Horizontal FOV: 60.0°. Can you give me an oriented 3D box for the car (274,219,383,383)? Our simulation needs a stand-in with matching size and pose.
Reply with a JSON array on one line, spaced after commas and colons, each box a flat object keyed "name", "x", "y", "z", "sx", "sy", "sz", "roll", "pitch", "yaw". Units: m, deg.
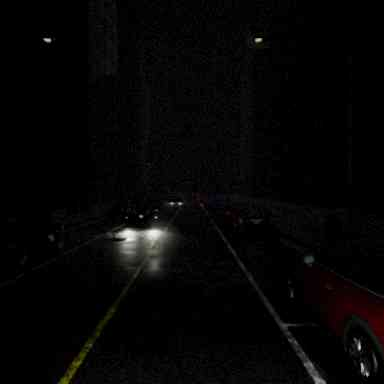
[{"name": "car", "x": 2.852, "y": 1.415, "z": 5.300, "sx": 1.967, "sy": 1.590, "sz": 4.097, "roll": 0, "pitch": 0, "yaw": 0}]

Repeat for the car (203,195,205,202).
[{"name": "car", "x": 2.852, "y": 1.344, "z": 44.840, "sx": 1.887, "sy": 1.381, "sz": 4.507, "roll": 0, "pitch": 0, "yaw": 0}]

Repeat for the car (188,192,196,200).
[{"name": "car", "x": -0.001, "y": 1.071, "z": 76.950, "sx": 1.994, "sy": 1.385, "sz": 4.181, "roll": 0, "pitch": 0, "yaw": 0}]

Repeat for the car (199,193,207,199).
[{"name": "car", "x": 2.851, "y": 1.036, "z": 90.028, "sx": 1.967, "sy": 1.590, "sz": 4.097, "roll": 0, "pitch": 0, "yaw": 0}]

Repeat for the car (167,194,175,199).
[{"name": "car", "x": -5.673, "y": 1.178, "z": 90.027, "sx": 1.802, "sy": 1.307, "sz": 4.206, "roll": 0, "pitch": 0, "yaw": 0}]

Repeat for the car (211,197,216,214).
[{"name": "car", "x": 2.852, "y": 1.419, "z": 27.894, "sx": 1.887, "sy": 1.381, "sz": 4.507, "roll": 0, "pitch": 0, "yaw": 0}]

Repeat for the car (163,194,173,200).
[{"name": "car", "x": -5.673, "y": 1.197, "z": 78.729, "sx": 1.887, "sy": 1.381, "sz": 4.507, "roll": 0, "pitch": 0, "yaw": 0}]

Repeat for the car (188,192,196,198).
[{"name": "car", "x": -0.001, "y": 0.798, "z": 92.032, "sx": 2.097, "sy": 1.767, "sz": 4.553, "roll": 0, "pitch": 0, "yaw": 0}]

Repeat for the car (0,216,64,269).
[{"name": "car", "x": -5.673, "y": 1.515, "z": 10.944, "sx": 1.947, "sy": 1.339, "sz": 4.313, "roll": 0, "pitch": 0, "yaw": 0}]

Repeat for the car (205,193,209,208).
[{"name": "car", "x": 2.851, "y": 1.264, "z": 39.191, "sx": 1.967, "sy": 1.590, "sz": 4.097, "roll": 0, "pitch": 0, "yaw": 0}]

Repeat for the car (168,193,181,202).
[{"name": "car", "x": -3.029, "y": 1.221, "z": 63.780, "sx": 1.837, "sy": 1.490, "sz": 4.892, "roll": 0, "pitch": 0, "yaw": 1}]

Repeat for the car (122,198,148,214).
[{"name": "car", "x": -5.673, "y": 1.394, "z": 33.538, "sx": 1.887, "sy": 1.381, "sz": 4.507, "roll": 0, "pitch": 0, "yaw": 0}]

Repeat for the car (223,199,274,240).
[{"name": "car", "x": 2.851, "y": 1.364, "z": 16.597, "sx": 1.967, "sy": 1.590, "sz": 4.097, "roll": 0, "pitch": 0, "yaw": 0}]

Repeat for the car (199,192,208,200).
[{"name": "car", "x": 2.851, "y": 0.940, "z": 84.379, "sx": 2.192, "sy": 1.841, "sz": 5.009, "roll": 0, "pitch": 0, "yaw": 0}]

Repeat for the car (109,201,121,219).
[{"name": "car", "x": -5.673, "y": 1.440, "z": 27.890, "sx": 1.947, "sy": 1.339, "sz": 4.313, "roll": 0, "pitch": 0, "yaw": 0}]

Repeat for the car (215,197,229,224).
[{"name": "car", "x": 2.851, "y": 1.339, "z": 22.245, "sx": 1.967, "sy": 1.590, "sz": 4.097, "roll": 0, "pitch": 0, "yaw": 0}]

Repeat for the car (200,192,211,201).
[{"name": "car", "x": 2.850, "y": 0.993, "z": 73.081, "sx": 2.192, "sy": 1.841, "sz": 5.009, "roll": 0, "pitch": 0, "yaw": 0}]

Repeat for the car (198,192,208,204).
[{"name": "car", "x": 2.349, "y": 1.197, "z": 58.553, "sx": 1.801, "sy": 1.575, "sz": 5.366, "roll": 0, "pitch": 0, "yaw": 0}]

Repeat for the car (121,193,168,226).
[{"name": "car", "x": -3.098, "y": 1.117, "z": 23.007, "sx": 2.150, "sy": 2.045, "sz": 5.566, "roll": 0, "pitch": 0, "yaw": 0}]

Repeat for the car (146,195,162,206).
[{"name": "car", "x": -5.674, "y": 1.215, "z": 50.484, "sx": 1.967, "sy": 1.590, "sz": 4.097, "roll": 0, "pitch": 0, "yaw": 0}]

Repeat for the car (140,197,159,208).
[{"name": "car", "x": -5.673, "y": 1.350, "z": 44.836, "sx": 2.008, "sy": 1.369, "sz": 4.403, "roll": 0, "pitch": 0, "yaw": 0}]

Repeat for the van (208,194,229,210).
[{"name": "van", "x": 2.851, "y": 1.190, "z": 33.542, "sx": 1.690, "sy": 1.788, "sz": 3.998, "roll": 0, "pitch": 0, "yaw": 0}]
